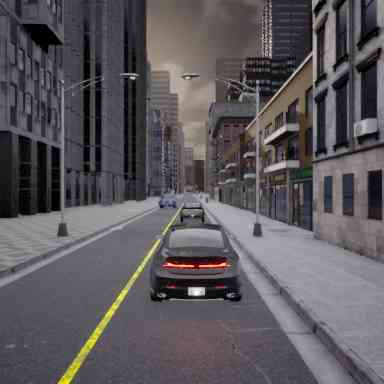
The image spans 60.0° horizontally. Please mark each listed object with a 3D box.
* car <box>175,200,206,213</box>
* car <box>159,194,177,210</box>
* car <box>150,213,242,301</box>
[{"bbox_3d":[0.046,1.509,26.311,2.128,1.511,4.902,0,0,0],"label":"car"},{"bbox_3d":[-3.164,1.256,44.564,2.150,2.045,5.566,0,0,0],"label":"car"},{"bbox_3d":[0.085,1.507,8.292,1.837,1.490,4.892,0,0,0],"label":"car"}]
